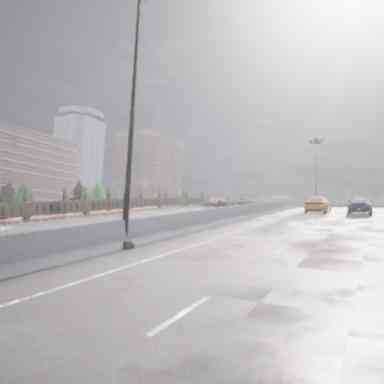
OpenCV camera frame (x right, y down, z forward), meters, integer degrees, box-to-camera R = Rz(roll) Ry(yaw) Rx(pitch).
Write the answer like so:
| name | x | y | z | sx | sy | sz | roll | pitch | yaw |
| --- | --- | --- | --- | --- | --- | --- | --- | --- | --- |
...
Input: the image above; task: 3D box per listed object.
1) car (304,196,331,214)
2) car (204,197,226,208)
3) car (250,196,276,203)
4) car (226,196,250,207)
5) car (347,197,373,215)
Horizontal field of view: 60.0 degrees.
| name | x | y | z | sx | sy | sz | roll | pitch | yaw |
| --- | --- | --- | --- | --- | --- | --- | --- | --- | --- |
| car | 11.728 | 1.156 | 30.921 | 1.882 | 1.535 | 5.008 | -1 | 0 | 29 |
| car | 3.255 | 1.391 | 44.775 | 1.812 | 1.442 | 4.674 | -1 | -1 | 30 |
| car | 9.181 | 1.275 | 41.037 | 1.812 | 1.442 | 4.674 | -1 | -1 | 30 |
| car | 6.620 | 1.321 | 43.615 | 1.837 | 1.490 | 4.892 | -1 | -1 | 30 |
| car | 14.382 | 1.157 | 28.493 | 1.812 | 1.442 | 4.674 | -1 | 0 | 29 |
